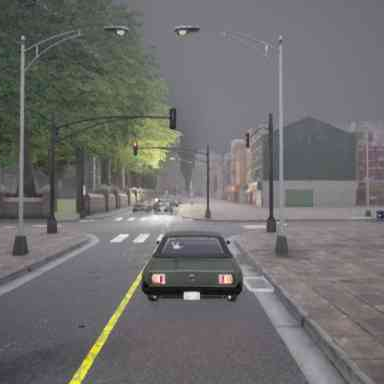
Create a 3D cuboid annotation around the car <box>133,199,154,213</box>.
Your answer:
[{"bbox_3d":[-5.552,1.544,38.854,1.752,1.417,4.829,1,0,0],"label":"car"}]

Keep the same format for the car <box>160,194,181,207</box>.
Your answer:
[{"bbox_3d":[-3.053,1.388,49.150,2.097,1.767,4.553,0,0,0],"label":"car"}]

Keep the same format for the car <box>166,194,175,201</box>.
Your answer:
[{"bbox_3d":[-5.936,1.510,93.068,2.192,1.841,5.009,1,0,0],"label":"car"}]

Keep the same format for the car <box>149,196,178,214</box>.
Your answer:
[{"bbox_3d":[-2.947,1.504,35.353,2.128,1.511,4.902,0,0,0],"label":"car"}]

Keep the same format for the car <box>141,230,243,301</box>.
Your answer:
[{"bbox_3d":[0.027,1.601,8.256,1.895,1.301,4.718,0,0,1],"label":"car"}]

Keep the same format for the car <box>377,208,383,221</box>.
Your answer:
[{"bbox_3d":[15.771,1.367,23.570,5.008,1.535,1.882,-1,-1,0],"label":"car"}]

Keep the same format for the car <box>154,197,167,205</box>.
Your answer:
[{"bbox_3d":[-5.676,1.641,60.366,1.802,1.307,4.206,1,0,0],"label":"car"}]

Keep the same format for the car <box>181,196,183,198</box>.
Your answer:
[{"bbox_3d":[-3.125,1.640,65.747,1.994,1.385,4.181,0,0,0],"label":"car"}]

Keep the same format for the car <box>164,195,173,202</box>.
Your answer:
[{"bbox_3d":[-5.850,1.580,82.166,1.967,1.590,4.097,1,0,0],"label":"car"}]

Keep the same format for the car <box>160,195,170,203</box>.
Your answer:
[{"bbox_3d":[-5.761,1.535,71.266,1.967,1.590,4.097,1,0,0],"label":"car"}]

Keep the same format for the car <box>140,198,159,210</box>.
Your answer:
[{"bbox_3d":[-5.542,1.576,44.016,2.008,1.369,4.403,1,0,0],"label":"car"}]

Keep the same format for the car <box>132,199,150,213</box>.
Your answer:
[{"bbox_3d":[-5.512,1.567,36.880,2.008,1.369,4.403,1,0,0],"label":"car"}]
